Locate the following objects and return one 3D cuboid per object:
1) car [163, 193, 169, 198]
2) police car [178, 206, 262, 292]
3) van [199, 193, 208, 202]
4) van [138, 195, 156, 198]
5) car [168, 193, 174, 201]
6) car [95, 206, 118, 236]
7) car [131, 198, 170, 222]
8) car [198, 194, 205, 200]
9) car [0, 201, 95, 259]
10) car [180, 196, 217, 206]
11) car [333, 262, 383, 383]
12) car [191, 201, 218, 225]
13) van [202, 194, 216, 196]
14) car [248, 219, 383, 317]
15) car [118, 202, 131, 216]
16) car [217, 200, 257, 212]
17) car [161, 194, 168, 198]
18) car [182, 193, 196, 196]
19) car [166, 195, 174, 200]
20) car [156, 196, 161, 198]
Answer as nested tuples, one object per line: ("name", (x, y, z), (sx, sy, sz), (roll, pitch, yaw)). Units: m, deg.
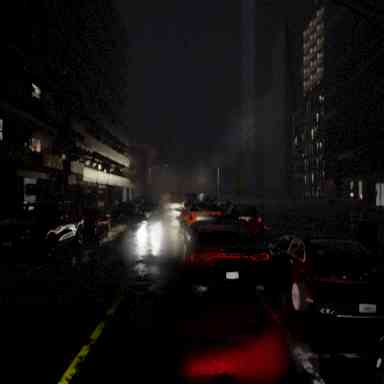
("car", (-5.817, 1.441, 62.774), (1.752, 1.417, 4.829), (1, 0, 0))
("police car", (0.665, 1.411, 9.042), (1.930, 1.638, 5.238), (0, 0, -3))
("van", (2.541, 1.244, 74.101), (1.690, 1.788, 3.998), (1, 0, 0))
("van", (-5.765, 1.285, 40.665), (1.690, 1.788, 3.998), (1, 0, 0))
("car", (-5.838, 1.218, 74.083), (2.192, 1.841, 5.009), (1, 0, 0))
("car", (-5.719, 1.518, 18.386), (1.887, 1.381, 4.507), (1, 0, 0))
("car", (-3.156, 1.454, 26.355), (2.128, 1.511, 4.902), (0, 0, 0))
("car", (2.501, 1.410, 90.979), (1.752, 1.417, 4.829), (1, 0, 0))
("car", (-5.703, 1.296, 12.816), (2.192, 1.841, 5.009), (1, 0, 0))
("car", (0.485, 1.324, 18.826), (2.097, 1.767, 4.553), (0, 0, -7))
("car", (2.698, 1.548, 1.696), (2.008, 1.369, 4.403), (1, 0, 0))
("car", (0.845, 1.490, 24.946), (1.812, 1.442, 4.674), (0, 0, 0))
("van", (2.603, 1.278, 46.252), (1.690, 1.788, 3.998), (1, 0, 0))
("car", (2.686, 1.540, 7.264), (2.008, 1.369, 4.403), (1, 0, 0))
("car", (-5.744, 1.524, 29.526), (1.947, 1.339, 4.313), (1, 0, 0))
("car", (2.663, 1.413, 18.403), (1.967, 1.590, 4.097), (1, 0, 0))
("car", (-5.805, 1.473, 57.373), (2.008, 1.369, 4.403), (1, 0, 0))
("car", (-0.130, 1.142, 59.446), (2.150, 2.045, 5.566), (0, 0, 0))
("car", (-5.879, 1.430, 90.792), (1.887, 1.381, 4.507), (1, 0, 0))
("car", (-5.779, 1.462, 46.065), (1.752, 1.417, 4.829), (1, 0, 0))
